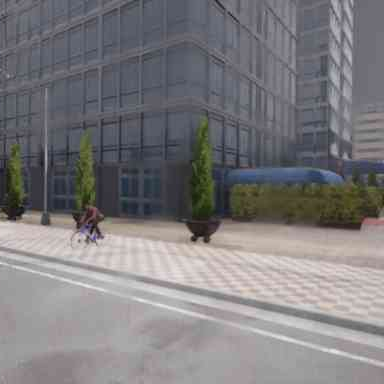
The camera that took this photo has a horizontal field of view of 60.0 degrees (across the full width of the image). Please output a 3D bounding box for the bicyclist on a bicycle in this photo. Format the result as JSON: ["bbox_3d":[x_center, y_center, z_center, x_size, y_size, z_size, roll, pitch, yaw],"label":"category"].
[{"bbox_3d":[-3.431,1.147,11.329,0.582,1.620,1.656,1,1,34],"label":"bicyclist on a bicycle"}]

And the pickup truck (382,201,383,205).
[{"bbox_3d":[21.792,0.895,35.135,6.274,2.098,2.390,0,1,-26],"label":"pickup truck"}]
